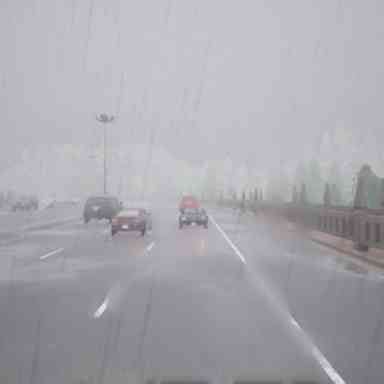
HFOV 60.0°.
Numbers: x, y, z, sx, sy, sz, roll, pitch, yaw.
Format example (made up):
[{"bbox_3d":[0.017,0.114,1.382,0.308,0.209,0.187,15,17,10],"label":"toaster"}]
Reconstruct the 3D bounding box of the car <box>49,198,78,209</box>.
[{"bbox_3d":[-14.572,1.719,38.592,1.837,1.490,4.892,0,0,-5],"label":"car"}]

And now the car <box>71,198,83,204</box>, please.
[{"bbox_3d":[-26.789,2.107,77.629,1.812,1.442,4.674,0,-1,-30],"label":"car"}]

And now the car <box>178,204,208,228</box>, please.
[{"bbox_3d":[0.099,1.715,22.962,1.895,1.301,4.718,0,0,0],"label":"car"}]

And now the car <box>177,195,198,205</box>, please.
[{"bbox_3d":[-0.557,1.450,41.354,2.150,2.045,5.566,0,0,-5],"label":"car"}]

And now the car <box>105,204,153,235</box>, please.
[{"bbox_3d":[-3.400,1.617,19.268,1.812,1.442,4.674,0,0,0],"label":"car"}]

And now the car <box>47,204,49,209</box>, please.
[{"bbox_3d":[-19.312,1.853,47.655,1.994,1.385,4.181,0,-1,-10],"label":"car"}]

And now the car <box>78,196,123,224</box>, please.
[{"bbox_3d":[-6.902,1.356,26.535,2.150,2.045,5.566,0,0,0],"label":"car"}]

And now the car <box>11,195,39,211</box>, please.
[{"bbox_3d":[-22.326,1.490,44.835,2.150,2.045,5.566,0,0,-9],"label":"car"}]

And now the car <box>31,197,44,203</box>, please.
[{"bbox_3d":[-38.215,1.856,82.145,1.994,1.385,4.181,0,-1,-37],"label":"car"}]
